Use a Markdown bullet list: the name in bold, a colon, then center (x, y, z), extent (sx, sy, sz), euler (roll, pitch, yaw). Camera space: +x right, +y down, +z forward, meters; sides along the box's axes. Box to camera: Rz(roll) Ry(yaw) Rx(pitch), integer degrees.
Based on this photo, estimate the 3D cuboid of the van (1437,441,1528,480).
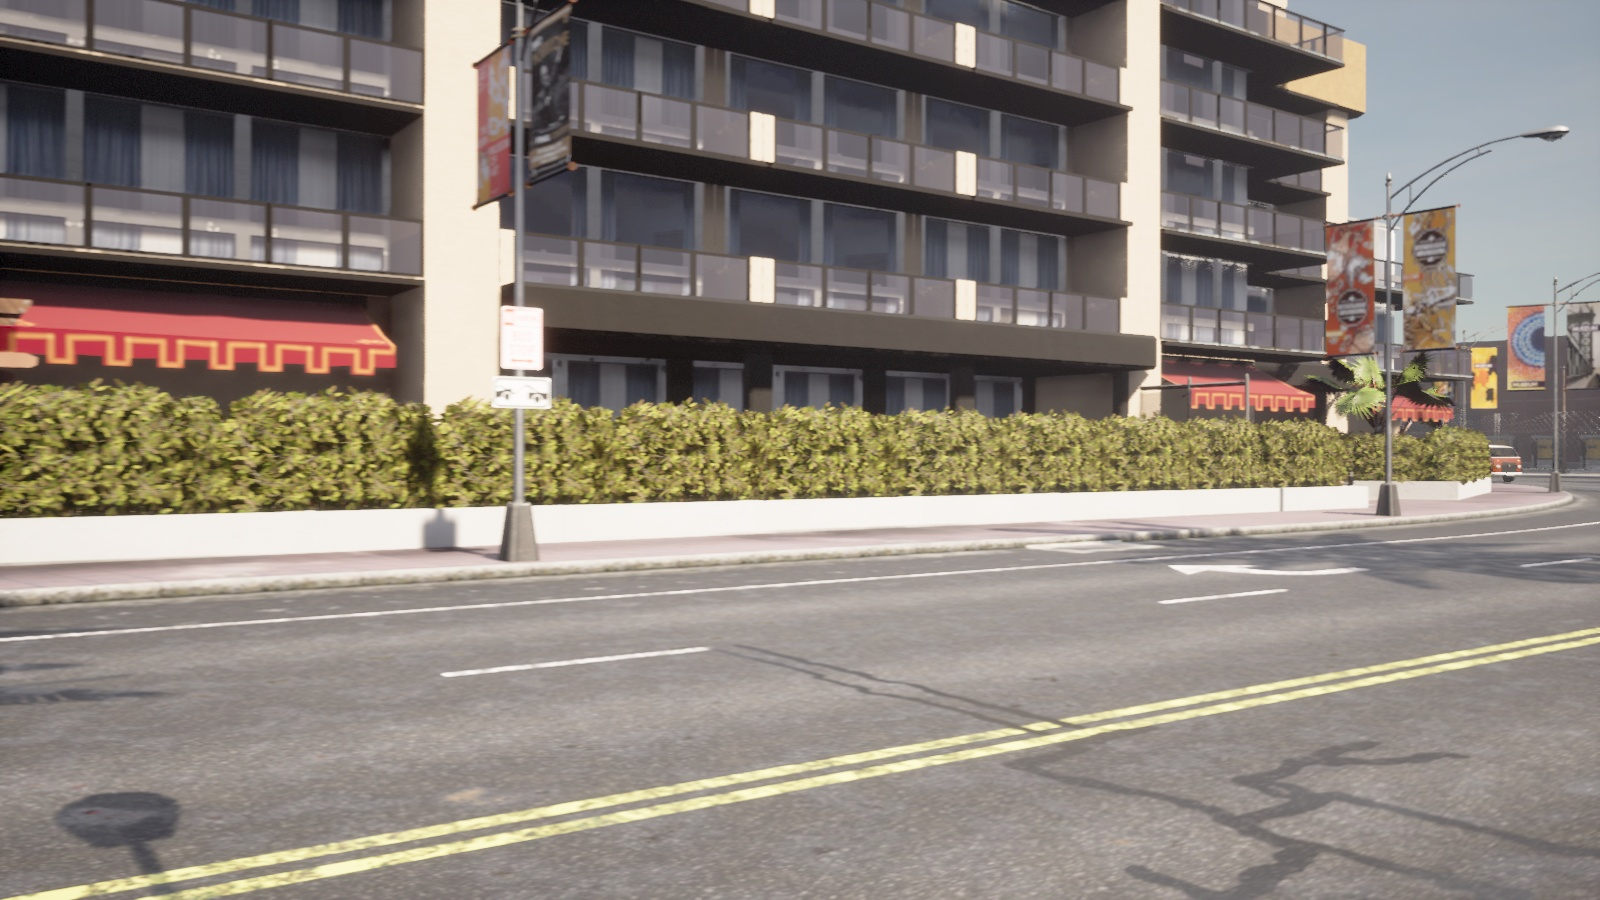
- **van**: center (36.603, 0.559, 67.480), extent (2.069, 2.038, 4.480), euler (0, 0, -8)
